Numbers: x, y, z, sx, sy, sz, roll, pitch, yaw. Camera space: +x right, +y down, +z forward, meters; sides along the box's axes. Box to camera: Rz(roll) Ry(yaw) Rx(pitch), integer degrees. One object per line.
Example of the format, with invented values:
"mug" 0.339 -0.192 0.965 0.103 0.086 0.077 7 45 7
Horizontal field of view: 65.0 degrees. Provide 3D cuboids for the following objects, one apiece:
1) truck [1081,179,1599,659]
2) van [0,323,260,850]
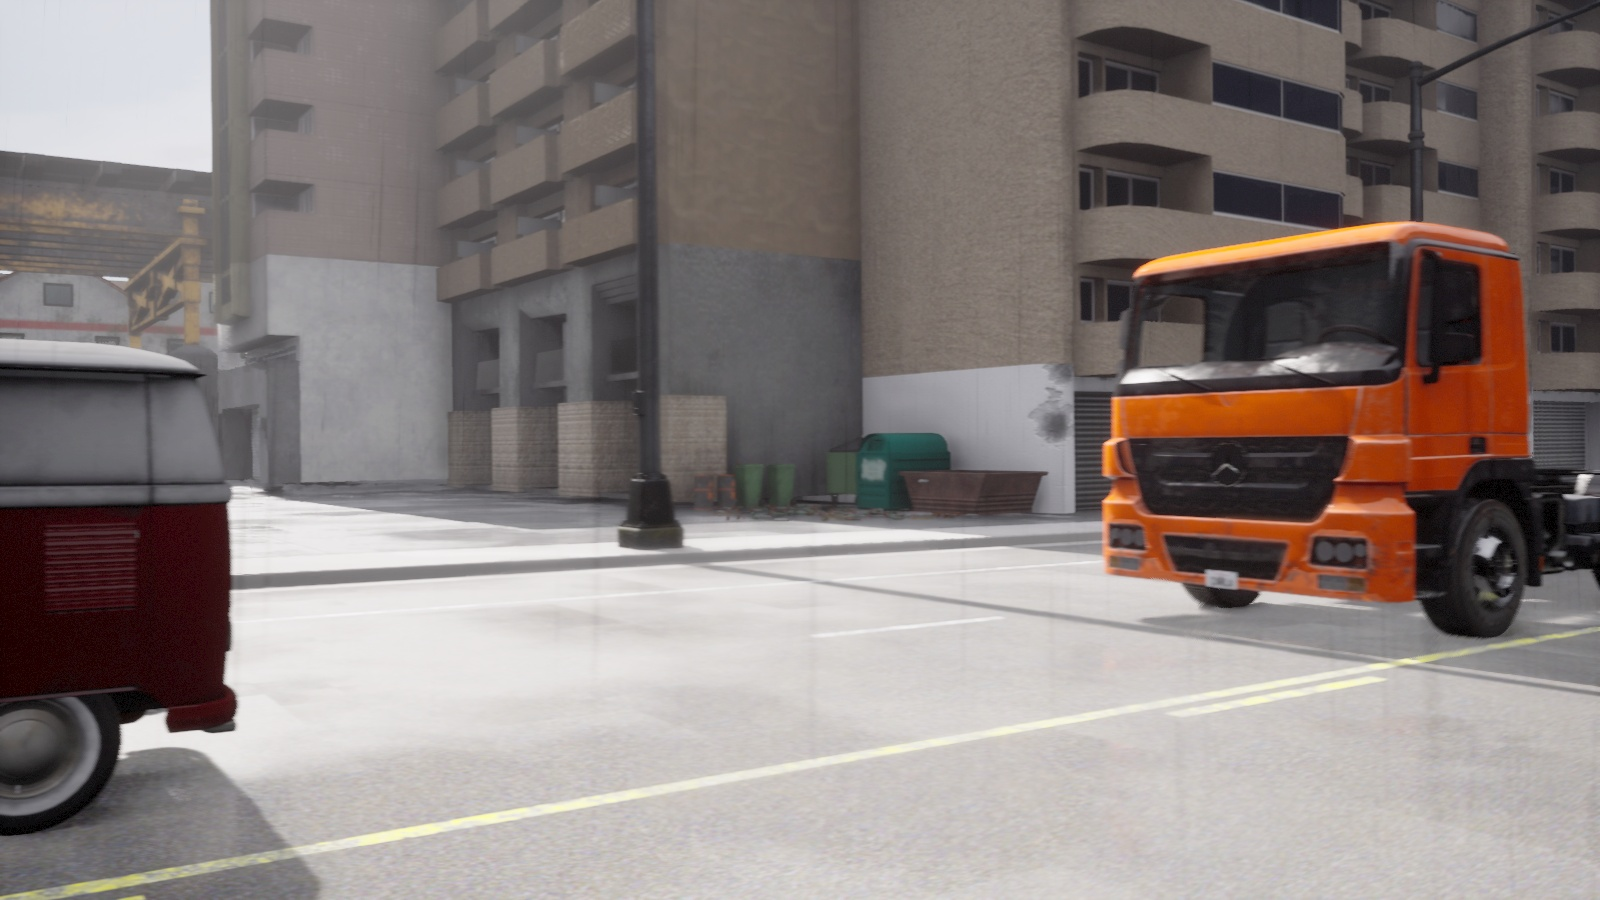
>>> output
"truck" 6.647 -0.222 12.518 7.936 3.462 2.891 0 0 -35
"van" -4.596 0.518 4.726 4.442 1.987 1.775 0 0 -35
